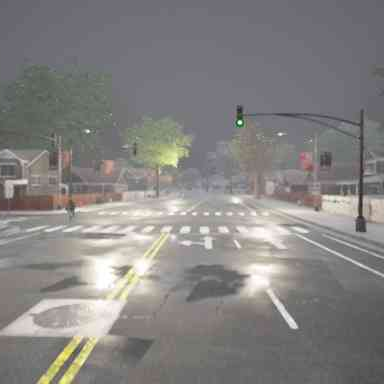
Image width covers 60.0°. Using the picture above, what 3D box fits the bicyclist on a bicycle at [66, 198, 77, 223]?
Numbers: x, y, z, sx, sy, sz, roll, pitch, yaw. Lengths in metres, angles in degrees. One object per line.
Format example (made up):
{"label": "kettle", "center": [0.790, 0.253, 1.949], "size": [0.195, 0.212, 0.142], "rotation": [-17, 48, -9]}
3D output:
{"label": "bicyclist on a bicycle", "center": [-8.143, 1.251, 22.508], "size": [0.582, 1.620, 1.656], "rotation": [0, 1, 3]}
